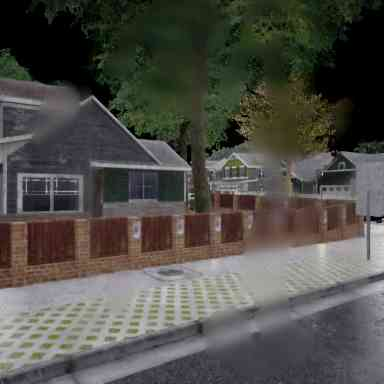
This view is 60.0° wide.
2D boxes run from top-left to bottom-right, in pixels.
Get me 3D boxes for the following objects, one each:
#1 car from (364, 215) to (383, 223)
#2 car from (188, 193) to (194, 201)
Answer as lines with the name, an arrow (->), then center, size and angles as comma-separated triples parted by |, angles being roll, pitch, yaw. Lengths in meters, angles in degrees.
car -> 10.765, 1.363, 22.632 | 1.895, 1.301, 4.718 | 0, 1, -32
car -> 0.027, 0.892, 39.779 | 1.812, 1.442, 4.674 | 0, 1, -32
